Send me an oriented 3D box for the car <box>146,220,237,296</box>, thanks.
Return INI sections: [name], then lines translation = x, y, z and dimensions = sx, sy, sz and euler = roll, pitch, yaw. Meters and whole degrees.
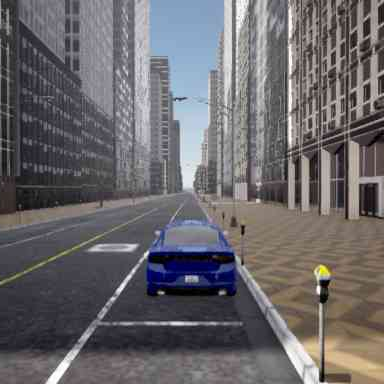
[car]
translation = -0.006, 1.466, 8.652
dimensions = 1.882, 1.535, 5.008
euler = 0, 0, 0
